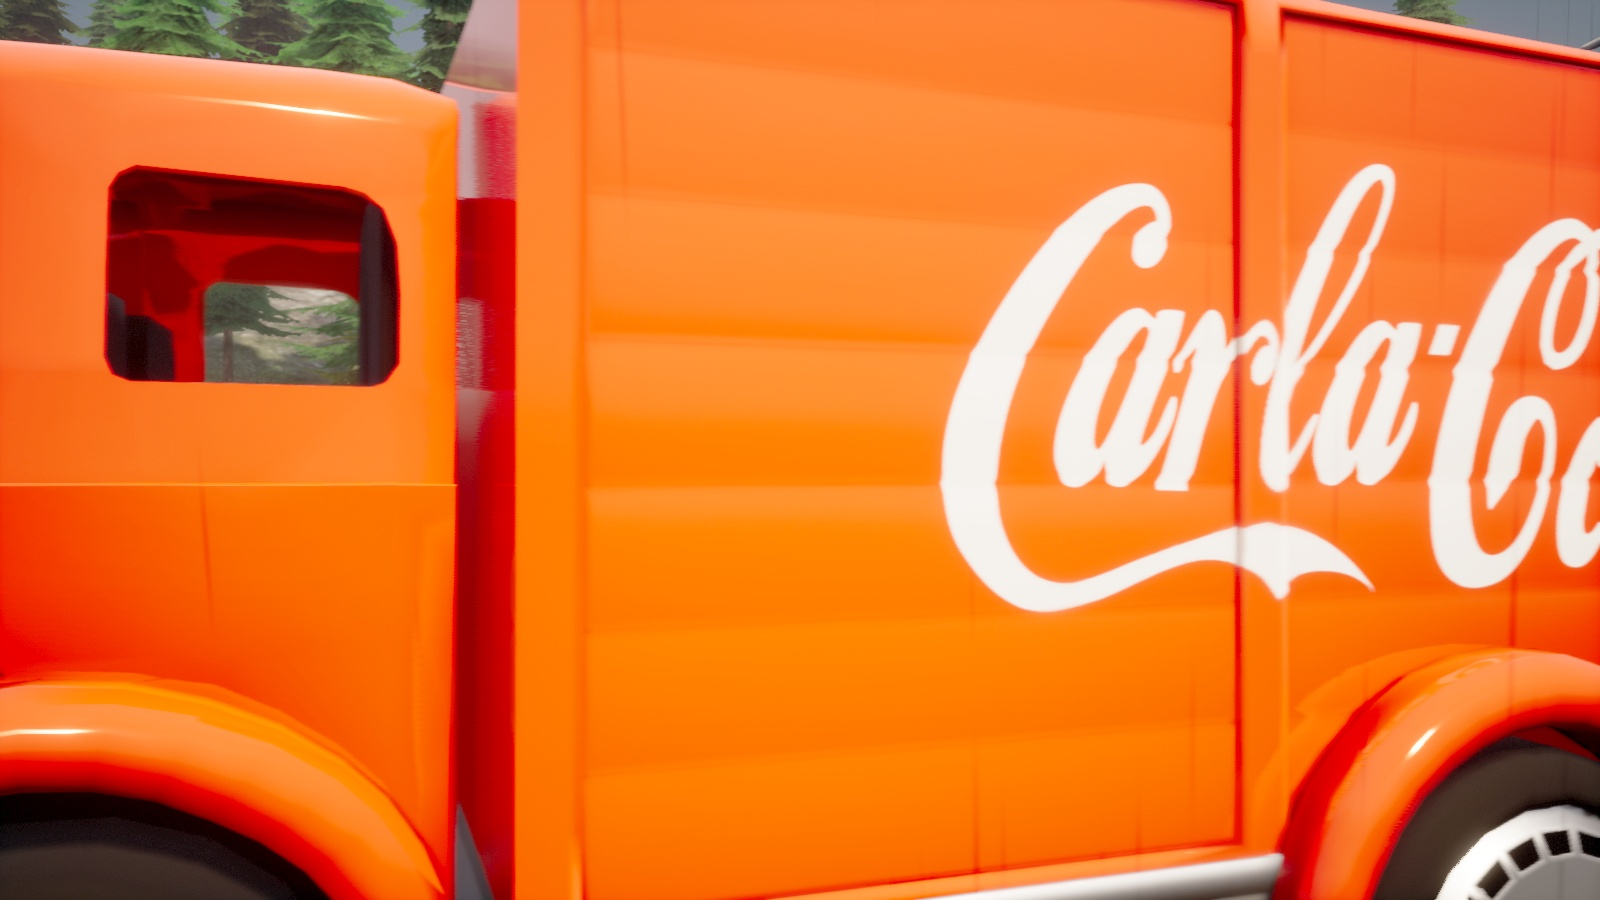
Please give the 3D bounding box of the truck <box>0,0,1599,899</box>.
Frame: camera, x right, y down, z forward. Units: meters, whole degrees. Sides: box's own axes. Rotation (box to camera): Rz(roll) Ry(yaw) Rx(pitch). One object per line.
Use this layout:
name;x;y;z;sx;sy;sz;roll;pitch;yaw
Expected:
truck;-0.094;0.260;3.196;5.204;2.467;2.627;-1;1;-21
